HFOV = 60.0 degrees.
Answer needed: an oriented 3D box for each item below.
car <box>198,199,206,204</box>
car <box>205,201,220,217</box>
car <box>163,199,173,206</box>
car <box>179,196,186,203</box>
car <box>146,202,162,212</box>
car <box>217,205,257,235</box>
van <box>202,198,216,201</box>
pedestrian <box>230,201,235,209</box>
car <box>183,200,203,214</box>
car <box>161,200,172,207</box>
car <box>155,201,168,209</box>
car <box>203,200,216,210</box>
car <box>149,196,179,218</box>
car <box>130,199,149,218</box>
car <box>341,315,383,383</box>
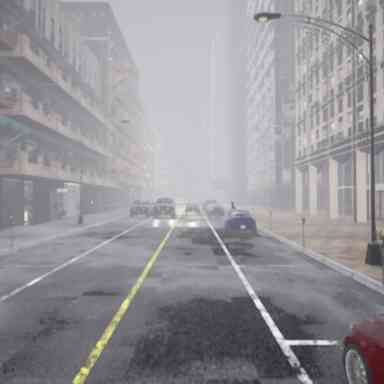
[{"bbox_3d":[2.656,2.622,90.765,1.947,1.339,4.313,0,-1,0],"label":"car"},{"bbox_3d":[2.606,1.963,35.413,1.802,1.307,4.206,1,-1,0],"label":"car"},{"bbox_3d":[-5.238,2.282,74.159,1.967,1.590,4.097,1,-1,0],"label":"car"},{"bbox_3d":[-2.677,1.908,76.934,2.150,2.045,5.566,0,-1,0],"label":"car"},{"bbox_3d":[-5.265,2.090,46.479,1.802,1.307,4.206,1,-1,0],"label":"car"},{"bbox_3d":[2.769,1.741,20.327,1.812,1.442,4.674,0,-1,0],"label":"car"},{"bbox_3d":[2.618,1.850,46.485,1.690,1.788,3.998,1,-1,0],"label":"van"},{"bbox_3d":[2.772,1.539,23.176,0.375,1.860,0.375,1,-1,0],"label":"pedestrian"},{"bbox_3d":[0.109,2.064,42.654,1.895,1.301,4.718,0,-1,0],"label":"car"},{"bbox_3d":[-5.244,2.318,68.623,1.887,1.381,4.507,1,-1,0],"label":"car"},{"bbox_3d":[-5.254,2.222,57.552,1.802,1.307,4.206,1,-1,0],"label":"car"},{"bbox_3d":[2.611,2.026,40.950,1.802,1.307,4.206,1,-1,0],"label":"car"},{"bbox_3d":[-2.813,1.598,35.098,2.150,2.045,5.566,0,-1,0],"label":"car"},{"bbox_3d":[-5.272,1.695,35.412,2.192,1.841,5.009,1,-1,0],"label":"car"},{"bbox_3d":[2.575,1.606,2.202,1.802,1.307,4.206,1,-1,0],"label":"car"}]
